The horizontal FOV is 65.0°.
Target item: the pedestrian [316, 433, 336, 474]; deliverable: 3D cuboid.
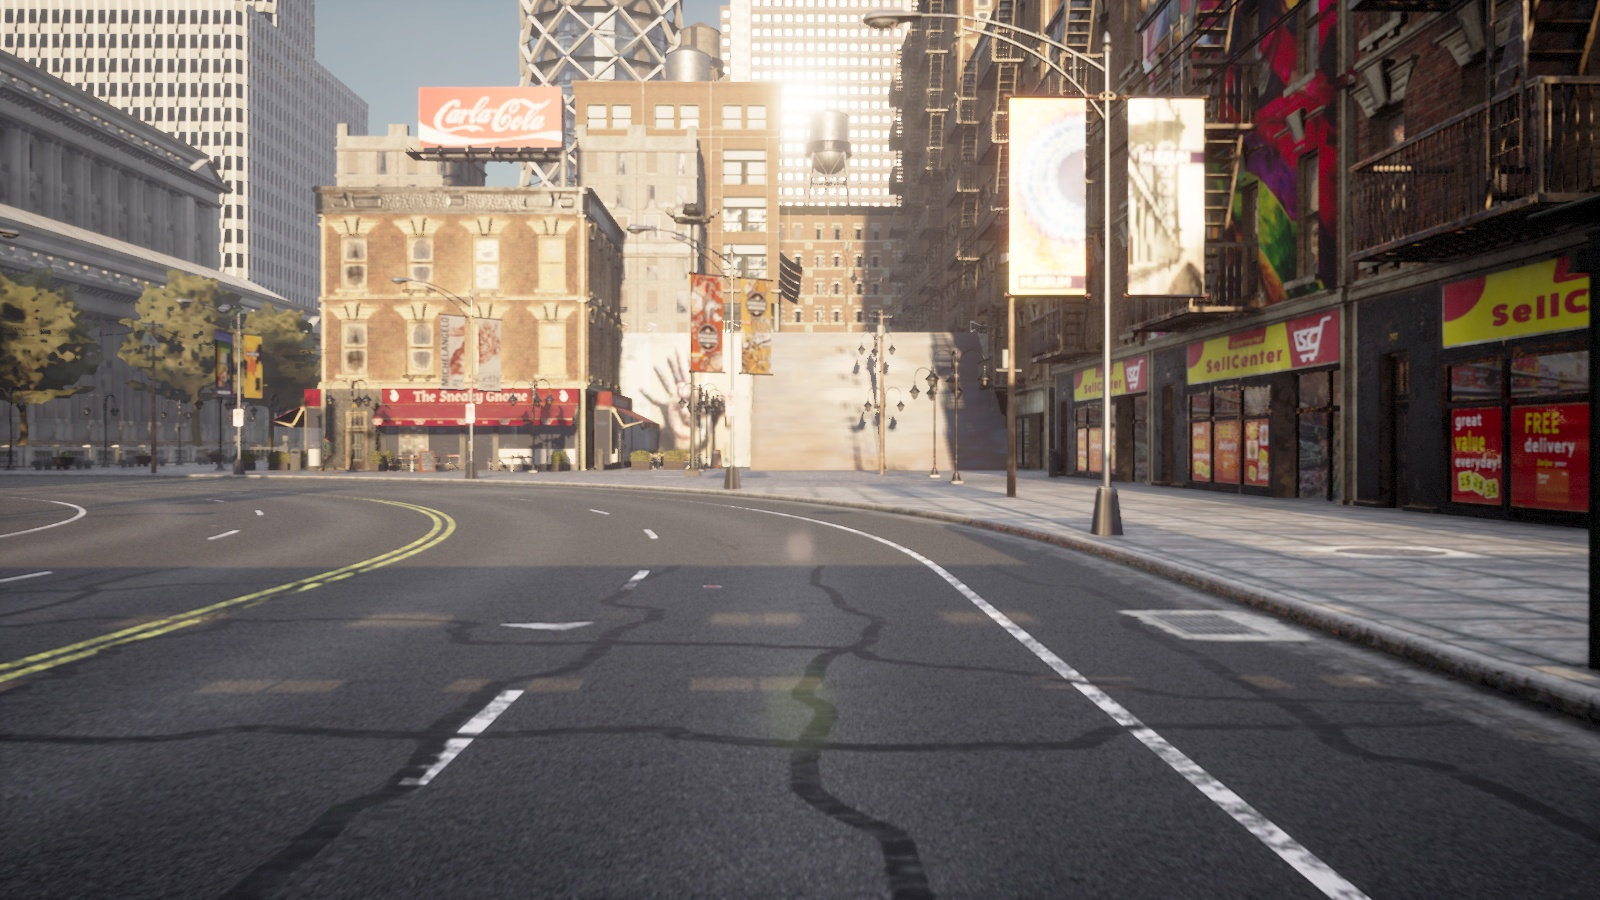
[{"bbox_3d":[-22.433,0.155,59.473,0.788,1.949,0.423,0,0,16],"label":"pedestrian"}]
